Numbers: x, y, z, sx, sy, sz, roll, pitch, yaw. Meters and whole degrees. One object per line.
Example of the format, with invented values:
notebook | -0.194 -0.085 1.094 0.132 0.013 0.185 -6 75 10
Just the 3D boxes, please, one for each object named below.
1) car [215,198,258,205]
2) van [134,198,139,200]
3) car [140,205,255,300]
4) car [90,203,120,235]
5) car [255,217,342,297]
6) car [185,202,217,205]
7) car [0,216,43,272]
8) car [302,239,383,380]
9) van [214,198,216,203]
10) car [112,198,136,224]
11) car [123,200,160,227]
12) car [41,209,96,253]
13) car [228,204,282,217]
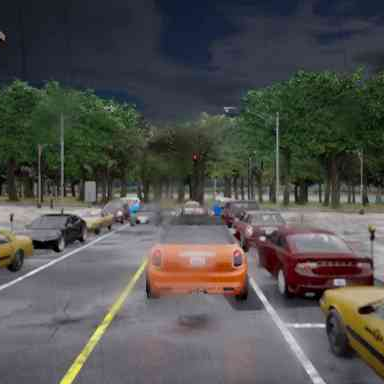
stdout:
car | 2.793 1.359 19.340 2.192 1.841 5.009 0 0 0
van | -5.714 1.411 30.230 1.690 1.788 3.998 0 0 0
car | 0.113 1.370 8.577 2.097 1.767 4.553 0 0 0
car | -5.733 1.569 19.184 1.752 1.417 4.829 0 0 0
car | 2.775 1.563 8.464 1.887 1.381 4.507 0 0 0
car | 0.128 1.533 18.203 2.128 1.511 4.902 0 0 0
car | -5.751 1.544 8.309 1.752 1.417 4.829 0 0 0
car | 2.766 1.532 3.197 1.752 1.417 4.829 0 0 0
van | 2.802 1.398 24.777 1.690 1.788 3.998 0 0 0
car | -5.723 1.497 24.791 1.967 1.590 4.097 0 0 0
car | -3.009 1.544 23.022 2.128 1.511 4.902 0 0 1
car | -5.741 1.597 13.916 1.947 1.339 4.313 0 0 0
car | 2.784 1.471 13.902 1.967 1.590 4.097 0 0 0
